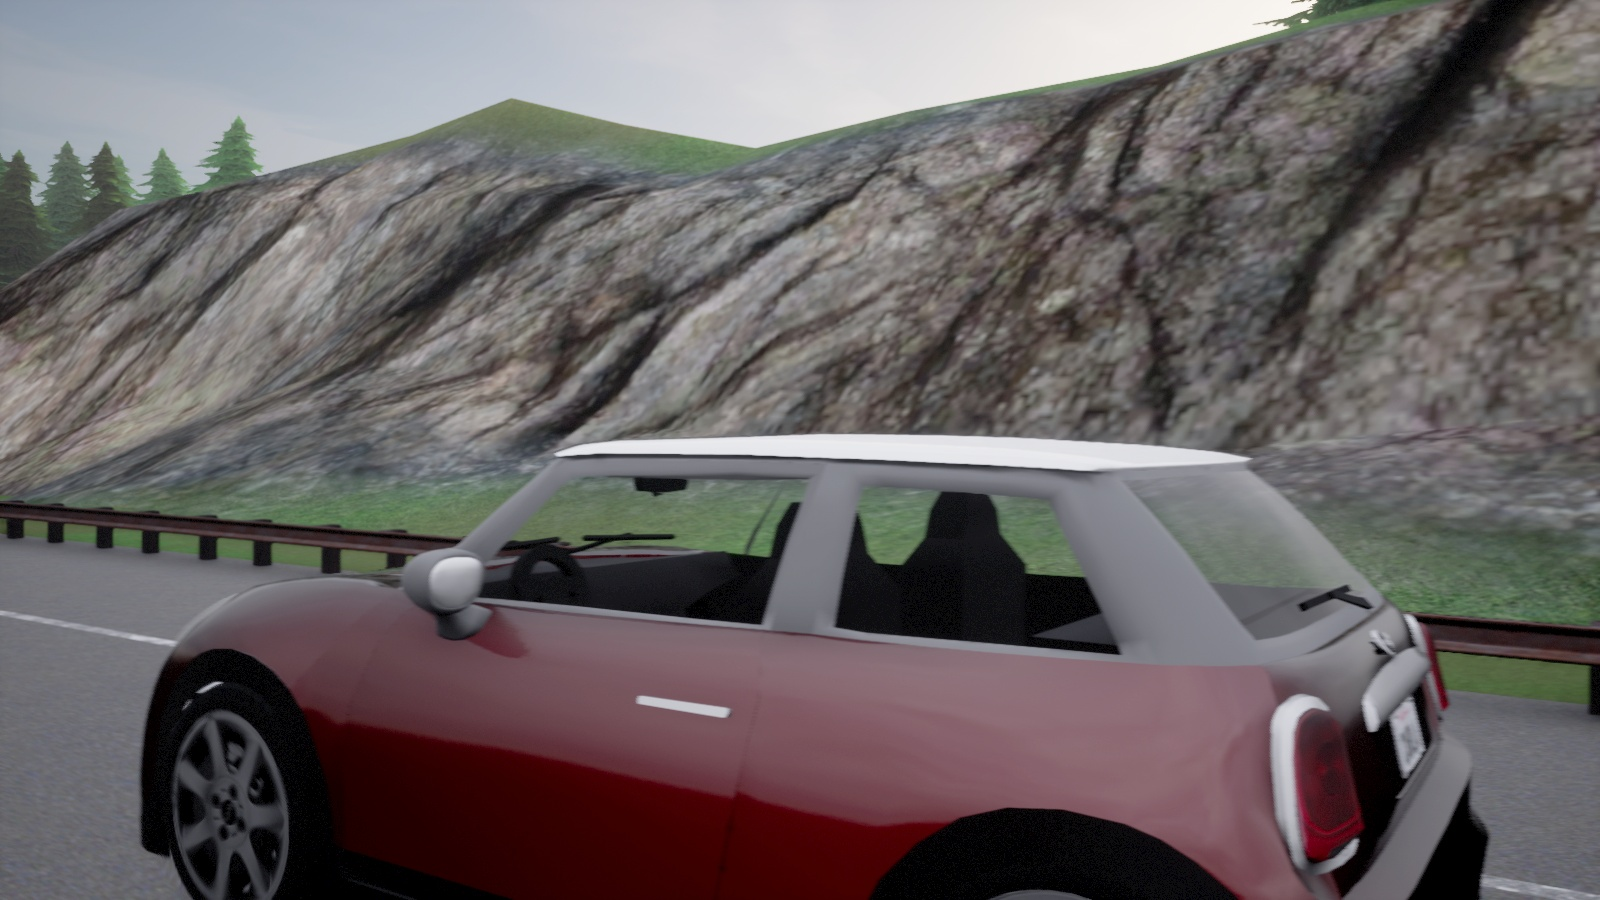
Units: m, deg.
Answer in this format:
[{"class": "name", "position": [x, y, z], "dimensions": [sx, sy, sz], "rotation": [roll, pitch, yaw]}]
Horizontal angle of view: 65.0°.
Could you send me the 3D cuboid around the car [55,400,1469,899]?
[{"class": "car", "position": [-0.239, 0.647, 3.782], "dimensions": [3.806, 1.475, 1.970], "rotation": [0, 1, 34]}]
